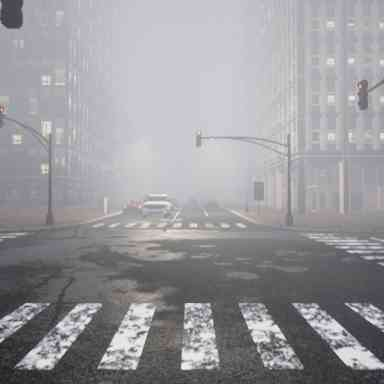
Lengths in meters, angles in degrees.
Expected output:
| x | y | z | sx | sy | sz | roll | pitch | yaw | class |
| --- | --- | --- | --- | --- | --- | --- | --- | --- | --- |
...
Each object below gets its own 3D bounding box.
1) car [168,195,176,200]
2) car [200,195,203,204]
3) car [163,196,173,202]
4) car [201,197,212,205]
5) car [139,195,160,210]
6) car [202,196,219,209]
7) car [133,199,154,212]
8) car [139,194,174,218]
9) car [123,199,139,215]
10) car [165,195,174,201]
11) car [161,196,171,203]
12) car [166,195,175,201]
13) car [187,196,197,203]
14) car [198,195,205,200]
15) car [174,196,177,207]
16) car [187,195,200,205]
| x | y | z | sx | sy | sz | roll | pitch | yaw | class |
| --- | --- | --- | --- | --- | --- | --- | --- | --- | --- |
| -5.720 | 1.582 | 95.022 | 1.947 | 1.339 | 4.313 | 1 | 0 | 0 | car |
| 2.679 | 1.534 | 56.236 | 1.752 | 1.417 | 4.829 | 1 | 0 | 0 | car |
| -5.712 | 1.563 | 78.296 | 2.008 | 1.369 | 4.403 | 1 | 0 | 0 | car |
| 2.675 | 1.575 | 61.644 | 1.947 | 1.339 | 4.313 | 1 | 0 | 0 | car |
| -5.692 | 1.322 | 44.845 | 2.192 | 1.841 | 5.009 | 1 | 0 | 0 | car |
| 2.682 | 1.588 | 44.911 | 1.802 | 1.307 | 4.206 | 1 | 0 | 0 | car |
| -5.695 | 1.588 | 39.270 | 1.802 | 1.307 | 4.206 | 1 | 0 | 0 | car |
| -3.111 | 1.226 | 30.261 | 2.150 | 2.045 | 5.566 | 0 | 0 | 0 | car |
| -5.690 | 1.445 | 33.695 | 1.967 | 1.590 | 4.097 | 1 | 0 | 0 | car |
| -5.715 | 1.558 | 83.871 | 1.887 | 1.381 | 4.507 | 1 | 0 | 0 | car |
| -5.710 | 1.556 | 72.721 | 1.887 | 1.381 | 4.507 | 1 | 0 | 0 | car |
| -5.717 | 1.566 | 89.446 | 2.008 | 1.369 | 4.403 | 1 | 0 | 0 | car |
| 0.044 | 1.572 | 70.917 | 1.994 | 1.385 | 4.181 | 0 | 0 | 0 | car |
| 2.660 | 1.561 | 95.107 | 1.887 | 1.381 | 4.507 | 1 | 0 | 0 | car |
| -3.116 | 1.531 | 40.183 | 1.812 | 1.442 | 4.674 | 0 | 0 | 0 | car |
| 0.077 | 1.555 | 56.916 | 2.033 | 1.411 | 5.357 | 0 | 0 | -1 | car |
